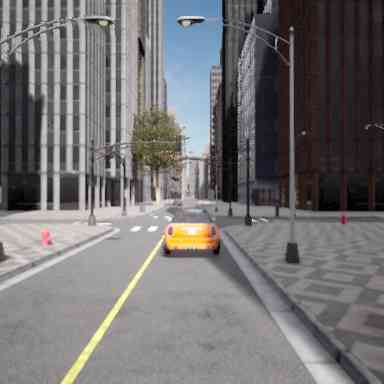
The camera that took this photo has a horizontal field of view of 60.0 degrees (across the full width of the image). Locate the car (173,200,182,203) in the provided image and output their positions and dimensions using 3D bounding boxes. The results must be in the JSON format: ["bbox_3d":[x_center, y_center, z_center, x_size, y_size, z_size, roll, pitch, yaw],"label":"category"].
[{"bbox_3d":[-3.021,2.279,69.483,1.994,1.385,4.181,0,-1,0],"label":"car"}]

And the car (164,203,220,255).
[{"bbox_3d":[0.000,1.493,14.086,2.097,1.767,4.553,0,-1,0],"label":"car"}]
